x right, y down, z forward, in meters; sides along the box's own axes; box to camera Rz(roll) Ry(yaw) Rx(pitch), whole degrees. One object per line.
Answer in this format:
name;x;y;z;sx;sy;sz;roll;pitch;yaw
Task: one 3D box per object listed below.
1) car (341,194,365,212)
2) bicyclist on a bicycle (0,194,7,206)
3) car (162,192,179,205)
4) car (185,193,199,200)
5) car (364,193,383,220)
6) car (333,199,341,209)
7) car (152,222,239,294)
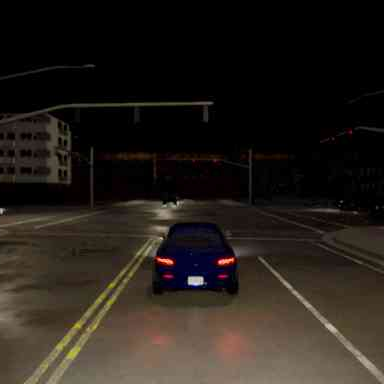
car;18.555;1.188;34.303;5.008;1.535;1.882;-1;0;1
bicyclist on a bicycle;-25.508;1.118;45.041;0.582;1.620;1.656;0;1;0
car;-3.676;0.998;54.912;2.150;2.045;5.566;0;0;-1
car;0.027;1.008;85.132;2.097;1.767;4.553;0;0;31
car;15.278;1.142;23.680;4.553;1.767;2.097;-1;0;1
car;18.517;1.054;37.802;4.553;1.767;2.097;-1;0;1
car;0.071;1.491;8.540;1.812;1.442;4.674;0;0;0
